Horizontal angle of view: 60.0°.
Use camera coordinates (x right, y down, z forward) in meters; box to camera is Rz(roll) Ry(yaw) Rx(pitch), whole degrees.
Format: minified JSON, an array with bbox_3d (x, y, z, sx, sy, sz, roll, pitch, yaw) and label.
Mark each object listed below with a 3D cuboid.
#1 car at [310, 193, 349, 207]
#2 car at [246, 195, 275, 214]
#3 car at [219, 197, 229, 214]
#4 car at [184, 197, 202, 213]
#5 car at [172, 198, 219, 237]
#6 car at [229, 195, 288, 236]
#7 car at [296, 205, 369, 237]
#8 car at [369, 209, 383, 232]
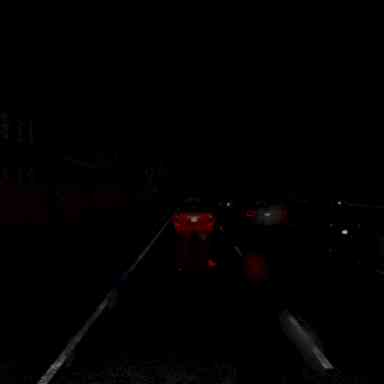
[{"bbox_3d":[14.098,1.151,34.445,2.150,2.045,5.566,0,0,0],"label":"car"},{"bbox_3d":[7.097,1.280,35.005,2.097,1.767,4.553,0,0,0],"label":"car"},{"bbox_3d":[3.597,1.280,35.017,2.097,1.767,4.553,0,0,0],"label":"car"},{"bbox_3d":[0.098,1.401,36.857,1.882,1.535,5.008,0,0,0],"label":"car"},{"bbox_3d":[0.098,1.315,17.753,2.097,1.767,4.553,0,0,0],"label":"car"},{"bbox_3d":[3.599,1.183,18.360,2.150,2.045,5.566,0,0,0],"label":"car"},{"bbox_3d":[7.099,1.564,17.671,1.895,1.301,4.718,0,0,0],"label":"car"},{"bbox_3d":[10.599,1.564,17.816,1.895,1.301,4.718,0,0,0],"label":"car"}]
